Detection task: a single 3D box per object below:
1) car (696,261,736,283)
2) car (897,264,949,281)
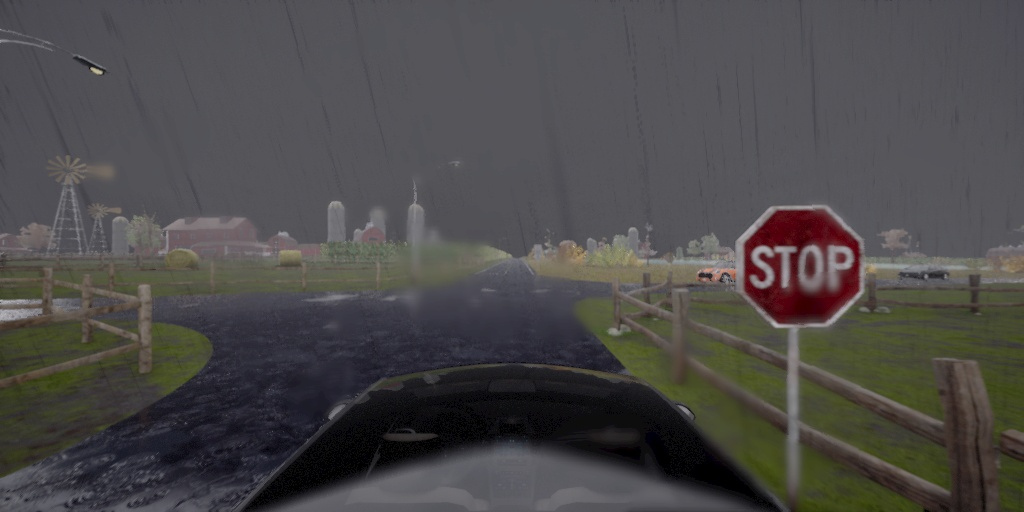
[{"bbox_3d":[16.131,1.169,26.821,4.553,1.767,2.097,1,0,-19],"label":"car"},{"bbox_3d":[39.900,1.555,34.827,5.008,1.535,1.882,0,0,-17],"label":"car"}]
